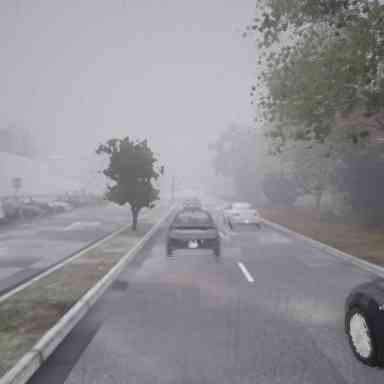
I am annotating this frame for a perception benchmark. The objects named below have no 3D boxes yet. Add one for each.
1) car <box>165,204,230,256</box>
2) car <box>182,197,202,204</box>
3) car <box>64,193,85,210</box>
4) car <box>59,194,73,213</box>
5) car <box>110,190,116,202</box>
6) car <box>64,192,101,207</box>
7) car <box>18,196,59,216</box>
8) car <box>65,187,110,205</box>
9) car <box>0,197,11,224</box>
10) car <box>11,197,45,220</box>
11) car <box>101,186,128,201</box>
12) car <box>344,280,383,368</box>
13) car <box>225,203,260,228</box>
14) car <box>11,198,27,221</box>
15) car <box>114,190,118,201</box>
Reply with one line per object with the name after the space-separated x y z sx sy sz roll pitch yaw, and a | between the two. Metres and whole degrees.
0.043 1.432 12.772 2.128 1.511 4.902 0 1 0 | car
0.008 1.218 33.242 2.033 1.411 5.357 0 1 0 | car
-13.902 1.169 34.086 5.008 1.535 2.097 -1 1 -20 | car
-13.905 1.262 31.087 4.674 1.452 2.002 -1 1 -20 | car
-13.760 0.948 46.157 5.366 1.575 1.946 -1 1 -20 | car
-13.895 1.088 40.103 4.792 1.488 2.163 -1 1 -20 | car
-13.928 1.146 28.074 4.553 1.767 2.185 -1 1 -20 | car
-13.907 0.755 43.101 5.566 2.045 2.435 -1 1 -20 | car
-13.906 1.143 19.061 5.566 2.045 2.435 -1 1 -20 | car
-13.892 1.360 25.088 4.674 1.452 2.002 -1 0 -20 | car
-13.981 0.565 55.069 5.566 2.045 2.435 -1 1 -20 | car
3.097 1.493 2.860 1.837 1.490 4.892 0 0 0 | car
3.048 1.382 20.800 1.812 1.442 4.674 0 1 0 | car
-13.909 1.387 22.063 4.792 1.488 2.163 -1 1 -20 | car
-14.114 0.908 49.022 5.366 1.575 1.946 -1 1 -20 | car
